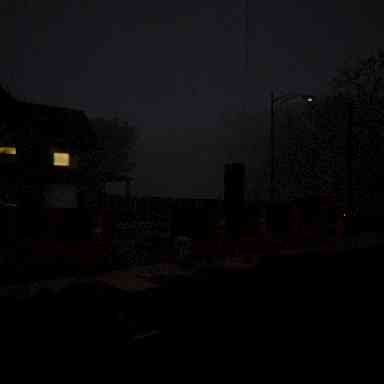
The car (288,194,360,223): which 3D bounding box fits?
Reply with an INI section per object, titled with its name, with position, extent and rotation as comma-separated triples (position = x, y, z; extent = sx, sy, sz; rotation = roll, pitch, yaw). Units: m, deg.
[car]
position = 9.970, 1.164, 25.823
extent = 2.150, 2.045, 5.566
rotation = 0, 0, -36
